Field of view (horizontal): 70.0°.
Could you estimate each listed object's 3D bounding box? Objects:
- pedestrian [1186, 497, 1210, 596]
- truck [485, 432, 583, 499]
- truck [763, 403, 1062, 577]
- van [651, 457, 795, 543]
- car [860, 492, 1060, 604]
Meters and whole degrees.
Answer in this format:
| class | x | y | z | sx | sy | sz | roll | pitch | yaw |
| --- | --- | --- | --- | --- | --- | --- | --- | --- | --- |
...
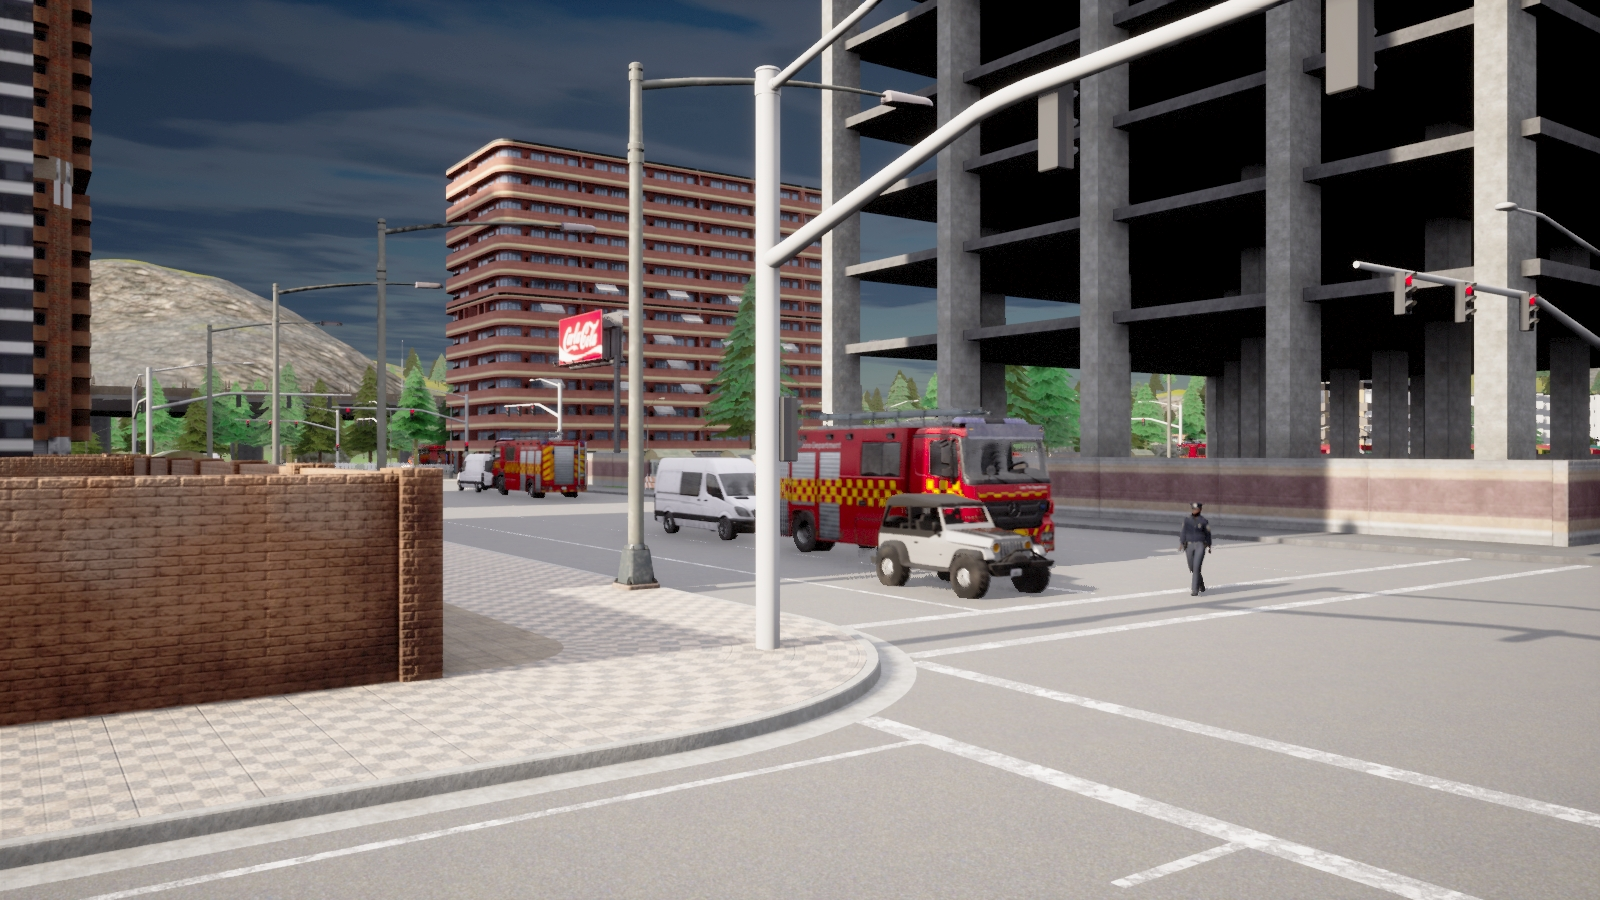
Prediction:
| class | x | y | z | sx | sy | sz | roll | pitch | yaw |
| --- | --- | --- | --- | --- | --- | --- | --- | --- | --- |
| pedestrian | 7.668 | 1.848 | 22.030 | 0.375 | 1.860 | 0.375 | 0 | 0 | 30 |
| truck | -16.223 | 0.889 | 69.191 | 2.891 | 3.827 | 8.468 | 0 | 0 | -34 |
| truck | 2.550 | 0.890 | 29.502 | 2.891 | 3.827 | 8.468 | 0 | 0 | -35 |
| van | -2.638 | 1.534 | 37.471 | 1.988 | 2.561 | 5.915 | 0 | 0 | -34 |
| car | 3.116 | 1.856 | 22.929 | 1.905 | 1.878 | 3.866 | 0 | 0 | -34 |
